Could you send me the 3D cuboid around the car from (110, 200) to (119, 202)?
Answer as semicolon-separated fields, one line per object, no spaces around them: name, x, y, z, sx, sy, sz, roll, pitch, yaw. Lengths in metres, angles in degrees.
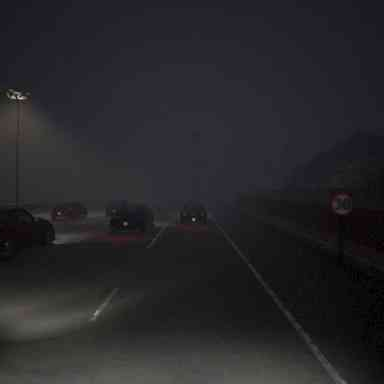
car;-6.884;1.456;31.740;2.128;1.511;4.902;0;0;0

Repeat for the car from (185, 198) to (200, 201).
car;0.111;1.480;42.514;1.812;1.442;4.674;0;0;0

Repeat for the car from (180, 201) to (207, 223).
car;0.112;1.574;24.895;1.895;1.301;4.718;0;0;0

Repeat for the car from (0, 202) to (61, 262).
car;-6.892;1.338;12.271;2.097;1.767;4.553;0;0;0

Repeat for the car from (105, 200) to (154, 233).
car;-3.391;1.456;19.480;1.882;1.535;5.008;0;0;0

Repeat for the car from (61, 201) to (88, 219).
car;-10.386;1.494;28.374;1.812;1.442;4.674;0;0;0
